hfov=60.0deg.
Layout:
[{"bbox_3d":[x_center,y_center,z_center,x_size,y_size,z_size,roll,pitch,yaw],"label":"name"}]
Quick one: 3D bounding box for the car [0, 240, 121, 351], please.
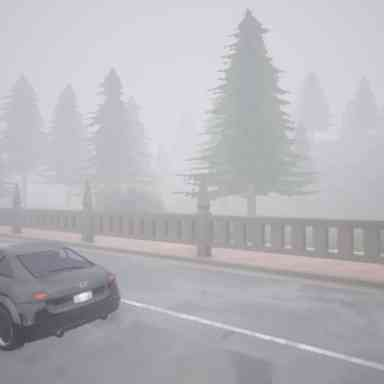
[{"bbox_3d":[-3.336,1.633,6.372,4.181,1.385,1.994,-1,0,36],"label":"car"}]
